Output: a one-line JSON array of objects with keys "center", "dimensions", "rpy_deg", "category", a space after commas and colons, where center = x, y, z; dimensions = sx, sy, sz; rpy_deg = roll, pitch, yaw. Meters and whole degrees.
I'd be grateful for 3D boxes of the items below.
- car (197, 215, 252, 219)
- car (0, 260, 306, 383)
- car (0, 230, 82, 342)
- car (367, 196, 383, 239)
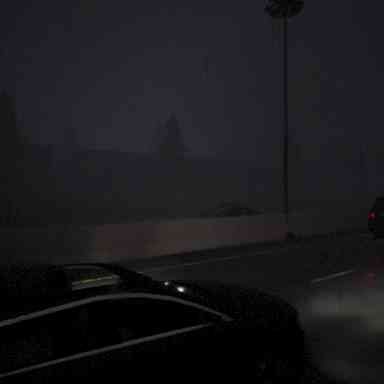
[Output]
[{"center": [1.969, 1.536, 18.564], "dimensions": [4.674, 1.442, 1.812], "rpy_deg": [0, 0, -37], "category": "car"}, {"center": [-0.903, 1.498, 3.234], "dimensions": [4.902, 1.511, 2.128], "rpy_deg": [0, 0, -35], "category": "car"}, {"center": [-4.326, 1.543, 5.104], "dimensions": [4.674, 1.442, 1.812], "rpy_deg": [0, 0, -35], "category": "car"}, {"center": [10.670, 1.206, 16.088], "dimensions": [5.566, 2.045, 2.150], "rpy_deg": [0, 0, -37], "category": "car"}]
